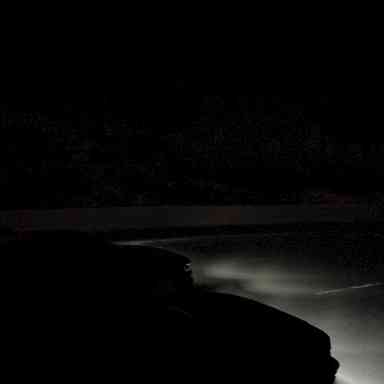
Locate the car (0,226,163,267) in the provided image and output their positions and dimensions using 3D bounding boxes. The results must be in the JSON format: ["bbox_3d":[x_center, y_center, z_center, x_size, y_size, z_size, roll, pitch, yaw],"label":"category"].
[{"bbox_3d":[-2.305,1.429,6.031,5.008,1.535,1.882,0,0,-33],"label":"car"}]

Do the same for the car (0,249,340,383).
[{"bbox_3d":[-1.093,1.523,2.832,5.357,1.411,2.033,0,0,-33],"label":"car"}]

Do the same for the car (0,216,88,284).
[{"bbox_3d":[-5.621,1.466,8.391,5.357,1.411,2.033,0,0,-34],"label":"car"}]
